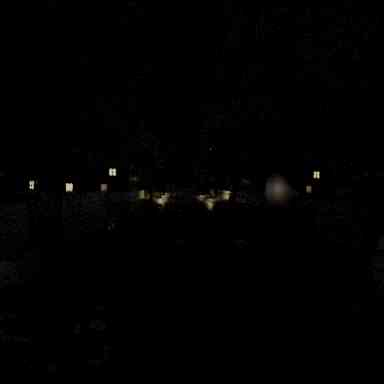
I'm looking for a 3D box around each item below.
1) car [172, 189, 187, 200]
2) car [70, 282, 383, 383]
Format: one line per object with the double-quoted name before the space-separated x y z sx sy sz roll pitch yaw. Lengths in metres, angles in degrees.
"car" -2.254 0.564 55.209 1.812 1.442 4.674 1 1 -3
"car" 1.639 1.547 2.616 5.357 1.411 2.033 0 0 -17
